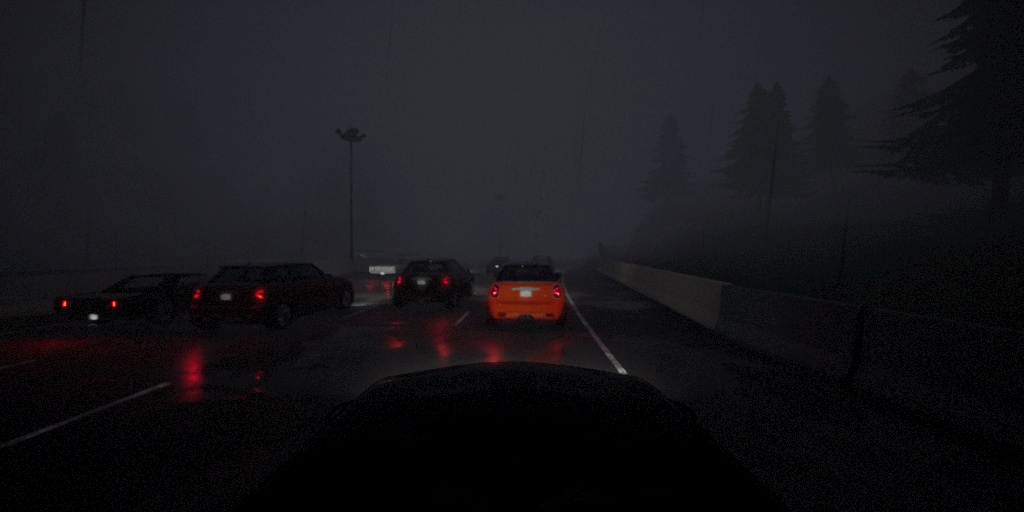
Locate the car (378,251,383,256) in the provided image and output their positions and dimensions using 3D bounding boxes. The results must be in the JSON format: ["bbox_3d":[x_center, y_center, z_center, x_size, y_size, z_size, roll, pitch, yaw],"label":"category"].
[{"bbox_3d":[-17.400,0.227,53.592,1.812,1.442,4.674,0,1,15],"label":"car"}]

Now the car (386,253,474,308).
[{"bbox_3d":[-2.819,0.856,13.928,2.097,1.767,4.553,0,1,4],"label":"car"}]

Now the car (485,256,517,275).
[{"bbox_3d":[-0.847,0.747,30.255,1.994,1.385,4.181,0,1,9],"label":"car"}]

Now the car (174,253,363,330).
[{"bbox_3d":[-6.571,0.923,10.519,2.097,1.767,4.553,0,1,4],"label":"car"}]

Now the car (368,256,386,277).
[{"bbox_3d":[-8.506,0.848,26.573,1.895,1.301,4.718,0,1,8],"label":"car"}]

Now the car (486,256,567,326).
[{"bbox_3d":[0.481,0.917,11.092,2.097,1.767,4.553,0,1,4],"label":"car"}]

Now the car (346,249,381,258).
[{"bbox_3d":[-21.265,-0.064,52.767,2.150,2.045,5.566,0,1,15],"label":"car"}]

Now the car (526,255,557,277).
[{"bbox_3d":[2.422,0.712,28.572,2.128,1.511,4.902,0,1,9],"label":"car"}]

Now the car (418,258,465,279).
[{"bbox_3d":[-5.017,0.858,26.263,1.895,1.301,4.718,0,1,8],"label":"car"}]

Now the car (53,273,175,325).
[{"bbox_3d":[-10.059,1.156,10.941,1.895,1.301,4.718,0,1,3],"label":"car"}]
